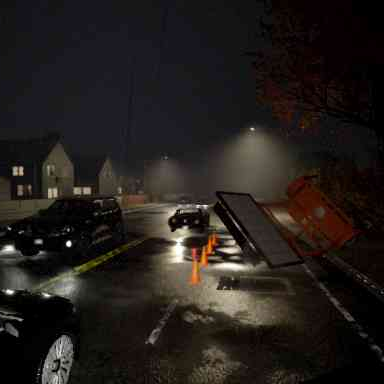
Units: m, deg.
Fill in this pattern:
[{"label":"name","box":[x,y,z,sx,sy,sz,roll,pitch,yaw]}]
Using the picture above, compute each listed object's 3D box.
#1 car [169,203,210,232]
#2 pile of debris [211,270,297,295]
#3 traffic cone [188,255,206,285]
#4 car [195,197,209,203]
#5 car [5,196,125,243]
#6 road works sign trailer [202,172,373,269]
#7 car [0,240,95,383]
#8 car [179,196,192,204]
[{"label":"car","box":[-0.021,1.586,19.897,1.895,1.301,4.718,0,0,8]},{"label":"pile of debris","box":[1.443,2.152,8.023,1.860,0.140,1.500,0,-1,8]},{"label":"traffic cone","box":[0.090,1.950,8.205,0.340,0.580,0.340,0,0,8]},{"label":"car","box":[1.723,1.486,56.262,1.994,1.385,4.181,0,0,8]},{"label":"car","box":[-4.462,1.214,13.233,2.150,2.045,5.566,0,0,8]},{"label":"road works sign trailer","box":[2.311,1.085,9.021,3.560,2.880,2.380,4,40,-42]},{"label":"car","box":[-2.547,1.491,2.278,2.128,1.511,4.902,0,0,8]},{"label":"car","box":[-1.144,1.422,59.113,1.837,1.490,4.892,0,0,8]}]
